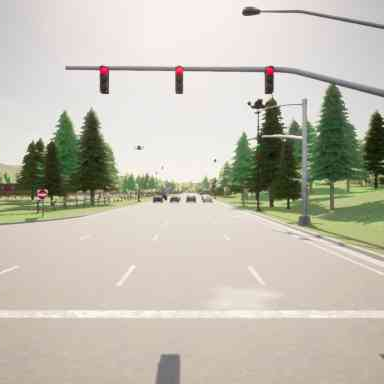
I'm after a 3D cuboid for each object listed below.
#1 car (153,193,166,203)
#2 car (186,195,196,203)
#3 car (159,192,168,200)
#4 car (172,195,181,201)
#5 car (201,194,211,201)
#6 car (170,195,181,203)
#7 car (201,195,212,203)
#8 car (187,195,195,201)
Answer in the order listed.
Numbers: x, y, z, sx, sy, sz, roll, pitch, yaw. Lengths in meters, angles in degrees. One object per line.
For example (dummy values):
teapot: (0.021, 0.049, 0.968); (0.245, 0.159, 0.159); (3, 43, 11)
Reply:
car: (-7.163, 1.469, 70.350); (1.882, 1.535, 5.008); (0, 0, 0)
car: (-0.164, 1.346, 70.720); (2.097, 1.767, 4.553); (0, 0, 0)
car: (-7.187, 1.057, 80.800); (2.150, 2.045, 5.566); (0, 0, 0)
car: (-3.687, 1.427, 80.808); (1.895, 1.301, 4.718); (0, 0, 0)
car: (3.313, 1.357, 80.794); (2.128, 1.511, 4.902); (0, 0, 0)
car: (-3.663, 1.492, 70.358); (1.837, 1.490, 4.892); (0, 0, 0)
car: (3.336, 1.516, 70.791); (1.812, 1.442, 4.674); (0, 0, 0)
car: (-0.187, 1.385, 80.786); (1.994, 1.385, 4.181); (0, 0, 0)
